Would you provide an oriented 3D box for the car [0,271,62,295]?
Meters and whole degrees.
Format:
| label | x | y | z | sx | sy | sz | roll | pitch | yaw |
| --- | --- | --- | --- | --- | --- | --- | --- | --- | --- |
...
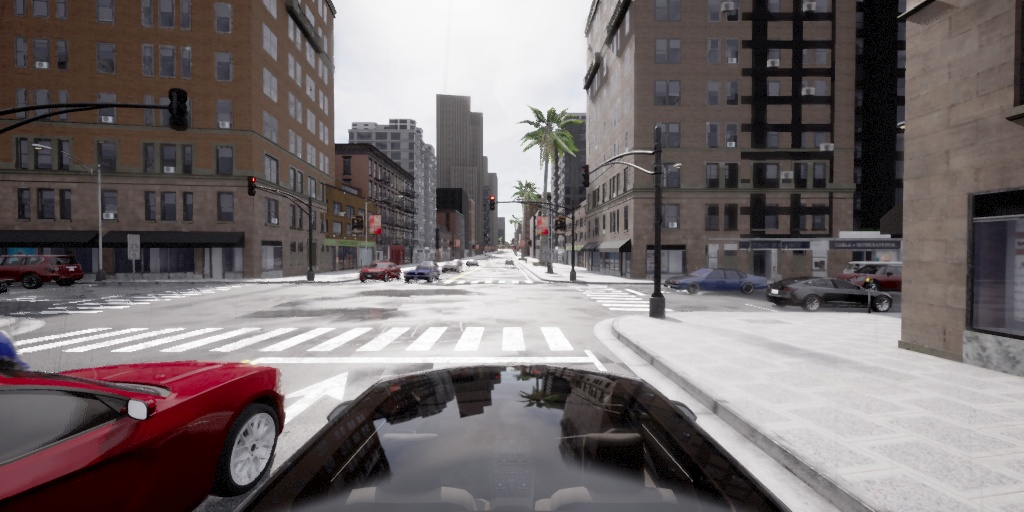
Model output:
| label | x | y | z | sx | sy | sz | roll | pitch | yaw |
| --- | --- | --- | --- | --- | --- | --- | --- | --- | --- |
| car | -6.601 | 1.102 | 2.127 | 2.097 | 1.767 | 4.553 | 0 | 0 | 0 |

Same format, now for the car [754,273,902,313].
| label | x | y | z | sx | sy | sz | roll | pitch | yaw |
| --- | --- | --- | --- | --- | --- | --- | --- | --- | --- |
| car | 12.863 | 1.514 | 14.713 | 4.313 | 1.339 | 1.948 | 0 | 0 | 0 |

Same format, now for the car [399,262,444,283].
| label | x | y | z | sx | sy | sz | roll | pitch | yaw |
| --- | --- | --- | --- | --- | --- | --- | --- | --- | --- |
| car | -6.781 | 1.327 | 27.448 | 1.895 | 1.301 | 4.718 | 1 | -1 | 0 |

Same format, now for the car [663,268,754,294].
| label | x | y | z | sx | sy | sz | roll | pitch | yaw |
| --- | --- | --- | --- | --- | --- | --- | --- | --- | --- |
| car | 11.705 | 1.400 | 20.659 | 5.357 | 1.411 | 2.033 | 0 | 1 | 0 |

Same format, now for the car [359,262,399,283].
| label | x | y | z | sx | sy | sz | roll | pitch | yaw |
| --- | --- | --- | --- | --- | --- | --- | --- | --- | --- |
| car | -10.042 | 1.197 | 27.681 | 1.882 | 1.535 | 5.008 | 0 | -1 | 0 |

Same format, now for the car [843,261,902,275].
| label | x | y | z | sx | sy | sz | roll | pitch | yaw |
| --- | --- | --- | --- | --- | --- | --- | --- | --- | --- |
| car | 21.175 | 1.279 | 20.670 | 4.553 | 1.767 | 2.097 | 0 | 1 | 0 |

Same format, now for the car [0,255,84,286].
| label | x | y | z | sx | sy | sz | roll | pitch | yaw |
| --- | --- | --- | --- | --- | --- | --- | --- | --- | --- |
| car | -27.280 | 0.836 | 19.908 | 5.009 | 1.841 | 2.192 | 0 | 0 | -9 |

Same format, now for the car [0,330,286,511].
| label | x | y | z | sx | sy | sz | roll | pitch | yaw |
| --- | --- | --- | --- | --- | --- | --- | --- | --- | --- |
| car | -3.144 | 1.228 | 1.475 | 1.882 | 1.535 | 5.008 | 0 | 0 | 1 |

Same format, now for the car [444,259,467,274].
| label | x | y | z | sx | sy | sz | roll | pitch | yaw |
| --- | --- | --- | --- | --- | --- | --- | --- | --- | --- |
| car | -6.896 | 1.288 | 41.734 | 2.033 | 1.411 | 5.357 | 0 | 0 | 0 |

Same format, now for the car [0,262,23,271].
| label | x | y | z | sx | sy | sz | roll | pitch | yaw |
| --- | --- | --- | --- | --- | --- | --- | --- | --- | --- |
| car | -24.034 | 1.126 | 14.575 | 4.892 | 1.490 | 1.837 | 1 | 1 | -9 |

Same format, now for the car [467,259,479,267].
| label | x | y | z | sx | sy | sz | roll | pitch | yaw |
| --- | --- | --- | --- | --- | --- | --- | --- | --- | --- |
| car | -7.018 | 1.281 | 63.654 | 1.994 | 1.385 | 4.181 | 0 | 0 | 0 |
